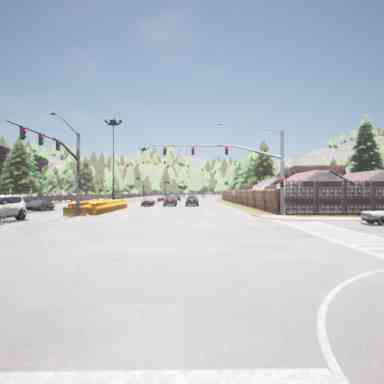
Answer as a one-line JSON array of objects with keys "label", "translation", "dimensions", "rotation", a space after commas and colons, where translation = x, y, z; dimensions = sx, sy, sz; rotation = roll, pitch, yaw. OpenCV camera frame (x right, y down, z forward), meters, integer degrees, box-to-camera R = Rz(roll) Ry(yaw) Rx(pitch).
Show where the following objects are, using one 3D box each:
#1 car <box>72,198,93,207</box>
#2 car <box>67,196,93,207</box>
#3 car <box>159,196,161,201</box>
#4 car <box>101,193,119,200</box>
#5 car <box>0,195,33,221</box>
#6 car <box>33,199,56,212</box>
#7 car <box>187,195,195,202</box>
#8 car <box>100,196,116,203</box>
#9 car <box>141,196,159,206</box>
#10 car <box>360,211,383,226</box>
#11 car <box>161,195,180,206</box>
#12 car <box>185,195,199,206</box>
[{"label": "car", "translation": [-17.678, 1.627, 54.005], "dimensions": [1.895, 1.301, 4.718], "rotation": [0, 0, 0]}, {"label": "car", "translation": [-14.167, 1.373, 42.391], "dimensions": [2.097, 1.767, 4.553], "rotation": [0, 0, 0]}, {"label": "car", "translation": [-7.133, 1.627, 77.980], "dimensions": [1.895, 1.301, 4.718], "rotation": [0, 0, 0]}, {"label": "car", "translation": [-14.166, 1.252, 59.402], "dimensions": [2.150, 2.045, 5.566], "rotation": [0, 0, 0]}, {"label": "car", "translation": [-14.142, 1.237, 24.054], "dimensions": [2.150, 2.045, 5.566], "rotation": [0, 0, 0]}, {"label": "car", "translation": [-17.664, 1.569, 38.569], "dimensions": [2.033, 1.411, 5.357], "rotation": [0, 0, 0]}, {"label": "car", "translation": [-0.136, 1.530, 79.856], "dimensions": [1.837, 1.490, 4.892], "rotation": [0, 0, 0]}, {"label": "car", "translation": [-17.619, 1.515, 69.672], "dimensions": [2.033, 1.411, 5.357], "rotation": [0, 0, 0]}, {"label": "car", "translation": [-6.992, 1.623, 53.737], "dimensions": [1.895, 1.301, 4.718], "rotation": [0, 0, 0]}, {"label": "car", "translation": [14.078, 1.604, 22.561], "dimensions": [4.718, 1.301, 1.895], "rotation": [0, 0, 2]}, {"label": "car", "translation": [-3.494, 1.374, 54.971], "dimensions": [2.097, 1.767, 4.553], "rotation": [0, 0, 0]}, {"label": "car", "translation": [0.007, 1.372, 54.956], "dimensions": [2.097, 1.767, 4.553], "rotation": [0, 0, 0]}]
